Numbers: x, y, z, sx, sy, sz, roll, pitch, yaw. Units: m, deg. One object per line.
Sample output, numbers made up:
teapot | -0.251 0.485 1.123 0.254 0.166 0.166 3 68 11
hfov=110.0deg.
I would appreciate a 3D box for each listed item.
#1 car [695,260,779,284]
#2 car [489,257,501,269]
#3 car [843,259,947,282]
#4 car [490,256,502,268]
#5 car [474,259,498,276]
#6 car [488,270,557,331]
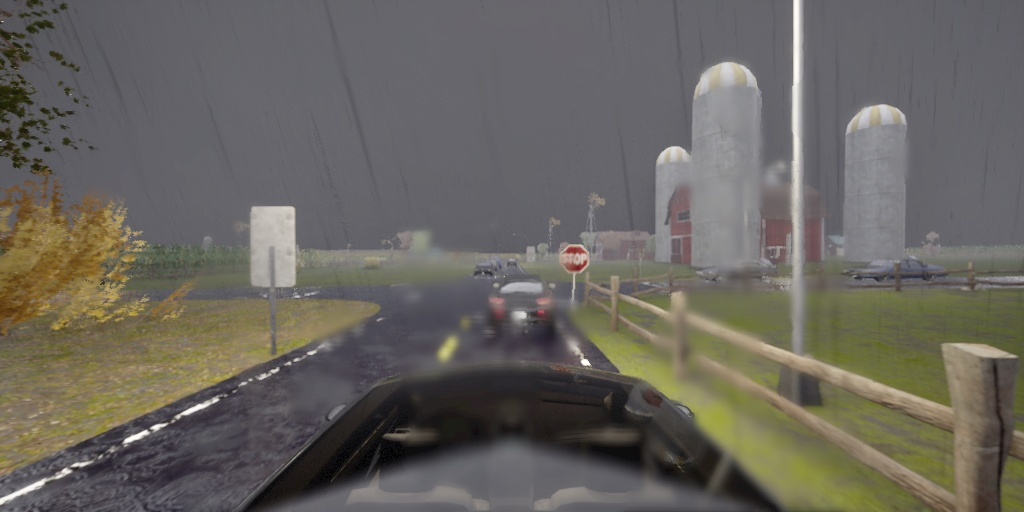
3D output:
car | 14.544 0.989 23.275 4.902 1.511 2.128 -1 1 -1
car | -2.844 1.273 48.171 1.837 1.490 4.892 0 0 1
car | 24.836 0.897 23.347 5.357 1.411 2.033 -1 1 0
car | -2.839 1.001 58.809 2.150 2.045 5.566 0 0 0
car | -2.856 1.308 37.873 2.033 1.411 5.357 0 0 0
car | 0.368 1.275 10.927 1.812 1.442 4.674 0 0 4
